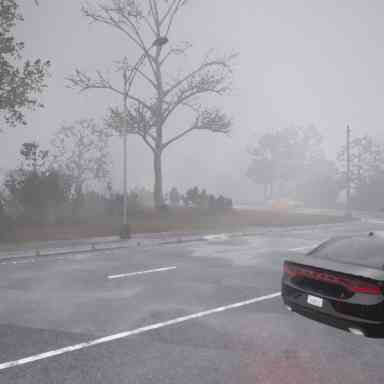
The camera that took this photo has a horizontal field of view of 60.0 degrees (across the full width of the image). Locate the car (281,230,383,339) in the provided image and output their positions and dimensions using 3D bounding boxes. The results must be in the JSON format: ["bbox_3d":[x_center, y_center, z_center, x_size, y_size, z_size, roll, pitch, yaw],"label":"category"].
[{"bbox_3d":[3.873,1.478,6.391,5.008,1.535,1.882,0,0,-35],"label":"car"}]

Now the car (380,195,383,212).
[{"bbox_3d":[19.797,1.224,29.533,2.150,2.045,5.566,0,0,-36],"label":"car"}]

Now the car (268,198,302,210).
[{"bbox_3d":[11.885,1.496,42.822,1.882,1.535,5.008,0,0,-28],"label":"car"}]
